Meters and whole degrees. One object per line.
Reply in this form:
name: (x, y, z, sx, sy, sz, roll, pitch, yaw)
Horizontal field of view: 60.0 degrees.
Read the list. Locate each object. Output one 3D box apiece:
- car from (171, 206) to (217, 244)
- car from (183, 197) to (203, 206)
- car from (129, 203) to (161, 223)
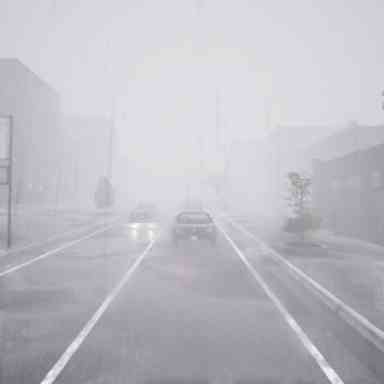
car: (0.098, 1.564, 15.576, 1.895, 1.301, 4.718, 0, 0, 0)
car: (0.102, 1.295, 36.735, 2.097, 1.767, 4.553, 0, 0, 0)
car: (-3.477, 1.519, 25.112, 1.994, 1.385, 4.181, 0, 0, 0)
